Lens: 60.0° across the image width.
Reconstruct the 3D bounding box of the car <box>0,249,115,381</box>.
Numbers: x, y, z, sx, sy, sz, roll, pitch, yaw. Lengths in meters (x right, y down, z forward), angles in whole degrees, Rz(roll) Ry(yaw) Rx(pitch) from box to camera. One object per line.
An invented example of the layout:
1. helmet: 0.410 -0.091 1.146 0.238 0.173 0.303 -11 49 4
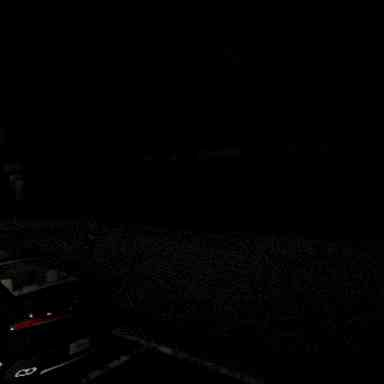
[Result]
1. car: -3.095 1.573 5.170 4.403 1.369 2.008 0 0 36
